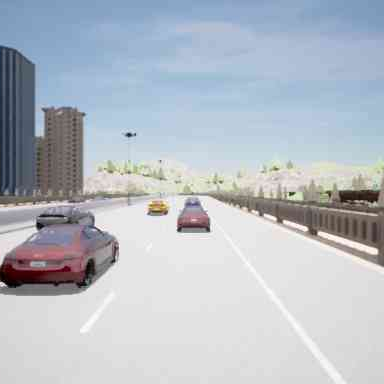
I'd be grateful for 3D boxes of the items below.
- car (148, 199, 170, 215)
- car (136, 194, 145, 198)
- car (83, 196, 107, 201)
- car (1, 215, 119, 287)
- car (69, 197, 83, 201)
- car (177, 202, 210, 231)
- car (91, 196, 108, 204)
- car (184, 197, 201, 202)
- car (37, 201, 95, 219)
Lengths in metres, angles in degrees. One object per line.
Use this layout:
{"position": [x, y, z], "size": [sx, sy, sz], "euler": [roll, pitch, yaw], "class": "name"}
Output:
{"position": [-3.400, 1.479, 34.449], "size": [1.882, 1.535, 5.008], "euler": [0, 0, 0], "class": "car"}
{"position": [-13.856, 1.434, 89.736], "size": [1.837, 1.490, 4.892], "euler": [0, 0, 1], "class": "car"}
{"position": [-14.064, 1.550, 49.634], "size": [2.033, 1.411, 5.357], "euler": [0, 0, 0], "class": "car"}
{"position": [-3.401, 1.565, 9.356], "size": [1.994, 1.385, 4.181], "euler": [0, 0, 0], "class": "car"}
{"position": [-21.015, 1.566, 61.083], "size": [1.994, 1.385, 4.181], "euler": [0, 0, 0], "class": "car"}
{"position": [0.100, 1.565, 20.807], "size": [1.994, 1.385, 4.181], "euler": [0, 0, 0], "class": "car"}
{"position": [-17.505, 1.529, 63.156], "size": [1.812, 1.442, 4.674], "euler": [0, 0, 0], "class": "car"}
{"position": [0.100, 1.354, 42.068], "size": [2.097, 1.767, 4.553], "euler": [0, 0, 0], "class": "car"}
{"position": [-6.899, 1.493, 18.590], "size": [2.128, 1.511, 4.902], "euler": [0, 0, 0], "class": "car"}
